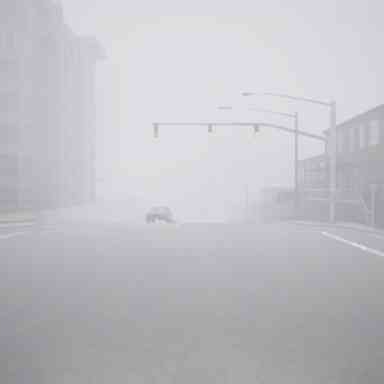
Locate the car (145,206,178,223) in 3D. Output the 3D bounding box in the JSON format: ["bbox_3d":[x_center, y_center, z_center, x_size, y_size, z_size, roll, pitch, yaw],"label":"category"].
[{"bbox_3d":[-2.669,1.935,28.381,2.033,1.411,5.357,0,-4,2],"label":"car"}]

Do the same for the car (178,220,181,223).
[{"bbox_3d":[-2.274,3.995,40.969,1.994,1.385,4.181,0,-12,2],"label":"car"}]
